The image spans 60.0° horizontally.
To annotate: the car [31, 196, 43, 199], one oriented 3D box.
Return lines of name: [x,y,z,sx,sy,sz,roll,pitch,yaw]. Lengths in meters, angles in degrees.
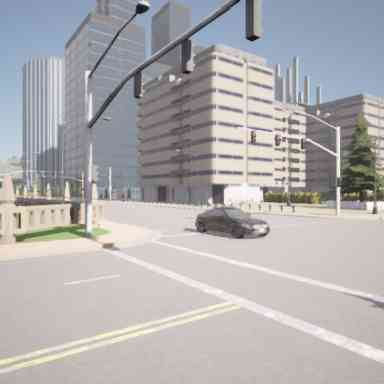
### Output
car: [-27.501,1.421,58.719,1.812,1.442,4.674,0,0,-36]

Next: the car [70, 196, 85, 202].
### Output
car: [-12.604,1.339,37.859,2.097,1.767,4.553,0,0,-36]

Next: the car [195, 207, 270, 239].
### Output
car: [1.943,1.529,17.439,1.812,1.442,4.674,0,0,-35]
